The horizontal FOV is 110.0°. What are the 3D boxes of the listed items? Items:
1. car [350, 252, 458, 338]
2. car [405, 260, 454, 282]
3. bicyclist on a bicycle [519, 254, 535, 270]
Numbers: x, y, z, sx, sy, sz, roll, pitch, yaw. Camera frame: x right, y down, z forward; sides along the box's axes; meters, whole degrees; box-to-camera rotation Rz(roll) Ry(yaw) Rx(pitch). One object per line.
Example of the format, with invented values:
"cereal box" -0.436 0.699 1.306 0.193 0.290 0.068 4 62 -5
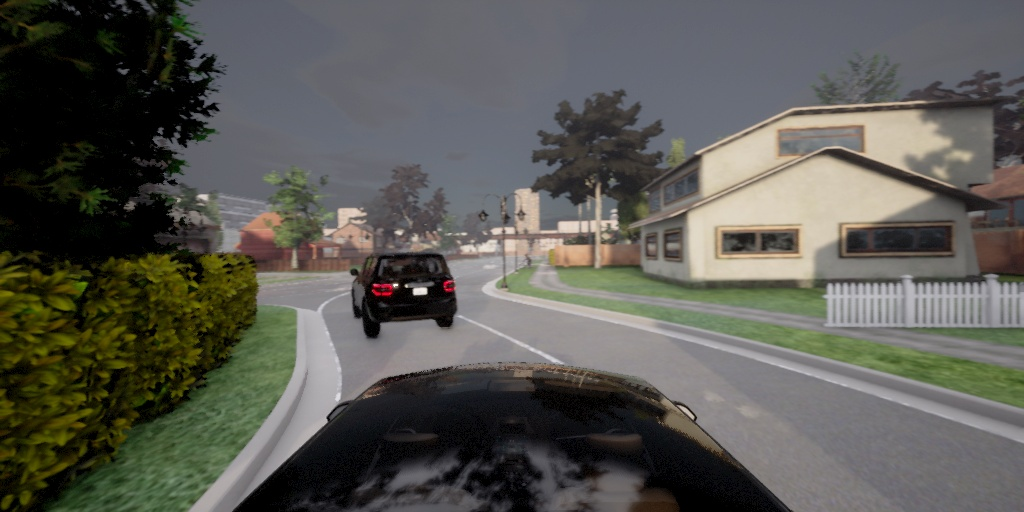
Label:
"car" -3.364 0.919 10.550 2.150 2.045 5.566 -1 0 -28
"car" -6.276 1.096 28.079 2.033 1.411 5.357 -1 1 6
"bicyclist on a bicycle" 1.574 0.623 37.580 1.656 1.620 0.582 -1 1 6
